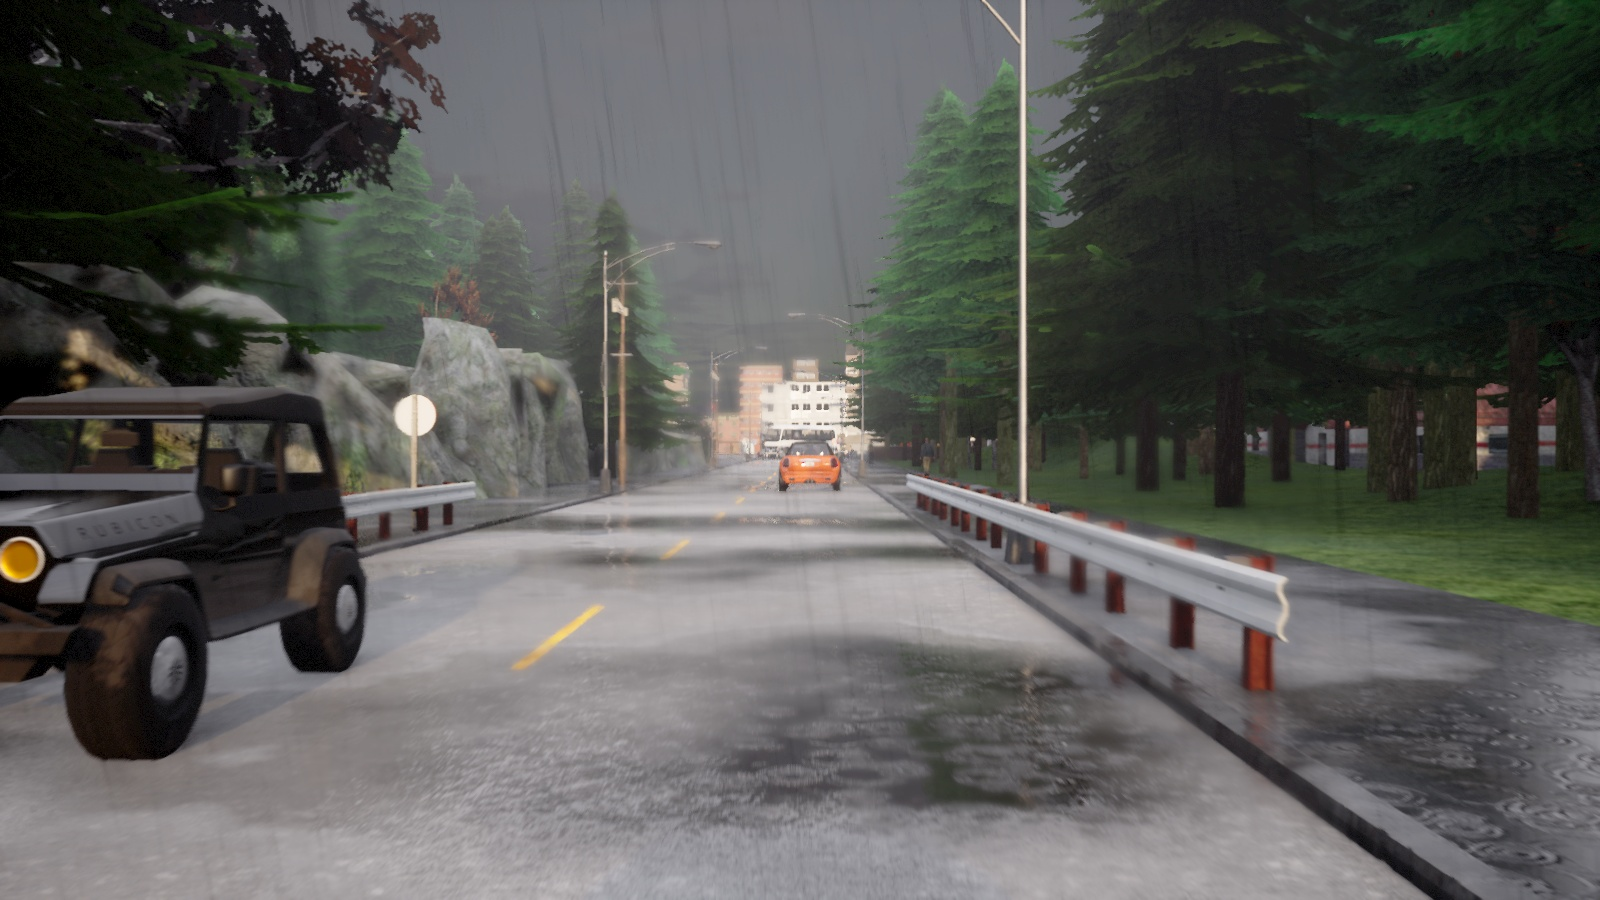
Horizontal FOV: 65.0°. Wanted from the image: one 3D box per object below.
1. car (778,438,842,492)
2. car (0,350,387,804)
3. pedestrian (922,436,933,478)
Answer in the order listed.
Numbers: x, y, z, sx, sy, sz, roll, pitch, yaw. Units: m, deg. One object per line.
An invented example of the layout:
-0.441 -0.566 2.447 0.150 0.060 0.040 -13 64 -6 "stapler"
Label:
0.352 0.495 43.678 2.097 1.767 4.553 0 0 1 "car"
-3.944 0.522 7.133 1.905 1.878 3.866 0 0 0 "car"
5.683 0.319 56.022 0.402 1.842 0.726 0 0 0 "pedestrian"
